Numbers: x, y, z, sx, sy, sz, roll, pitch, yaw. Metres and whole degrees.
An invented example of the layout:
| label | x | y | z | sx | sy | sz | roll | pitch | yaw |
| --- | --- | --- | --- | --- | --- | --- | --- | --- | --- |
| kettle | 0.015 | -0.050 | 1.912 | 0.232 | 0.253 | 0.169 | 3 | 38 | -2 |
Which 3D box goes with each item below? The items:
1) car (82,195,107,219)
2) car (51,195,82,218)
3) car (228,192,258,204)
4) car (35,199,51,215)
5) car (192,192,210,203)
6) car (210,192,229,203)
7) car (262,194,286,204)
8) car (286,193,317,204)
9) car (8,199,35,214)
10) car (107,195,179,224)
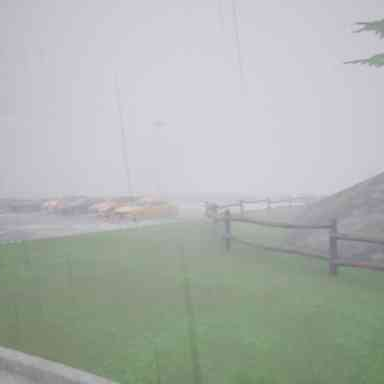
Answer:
| label | x | y | z | sx | sy | sz | roll | pitch | yaw |
| --- | --- | --- | --- | --- | --- | --- | --- | --- | --- |
| car | -5.548 | 1.073 | 25.275 | 2.097 | 1.767 | 4.553 | 0 | 1 | 39 |
| car | -8.481 | 1.198 | 27.219 | 1.882 | 1.535 | 5.008 | 0 | 1 | 39 |
| car | 7.514 | 0.867 | 46.642 | 1.812 | 1.442 | 4.674 | 0 | 1 | 40 |
| car | -11.006 | 1.062 | 29.657 | 2.097 | 1.767 | 4.553 | 0 | 1 | 39 |
| car | 2.011 | 0.810 | 50.967 | 1.882 | 1.535 | 5.008 | 0 | 1 | 40 |
| car | 5.405 | 0.814 | 49.575 | 2.128 | 1.511 | 4.902 | 0 | 1 | 40 |
| car | 11.449 | 0.919 | 45.888 | 1.895 | 1.301 | 4.718 | 0 | 1 | 40 |
| car | 15.107 | 0.849 | 44.804 | 2.033 | 1.411 | 5.357 | 0 | 1 | 40 |
| car | -14.402 | 1.322 | 31.037 | 1.895 | 1.301 | 4.718 | 0 | 1 | 39 |
| car | -3.026 | 1.208 | 22.833 | 1.882 | 1.535 | 5.008 | 0 | 1 | 39 |
